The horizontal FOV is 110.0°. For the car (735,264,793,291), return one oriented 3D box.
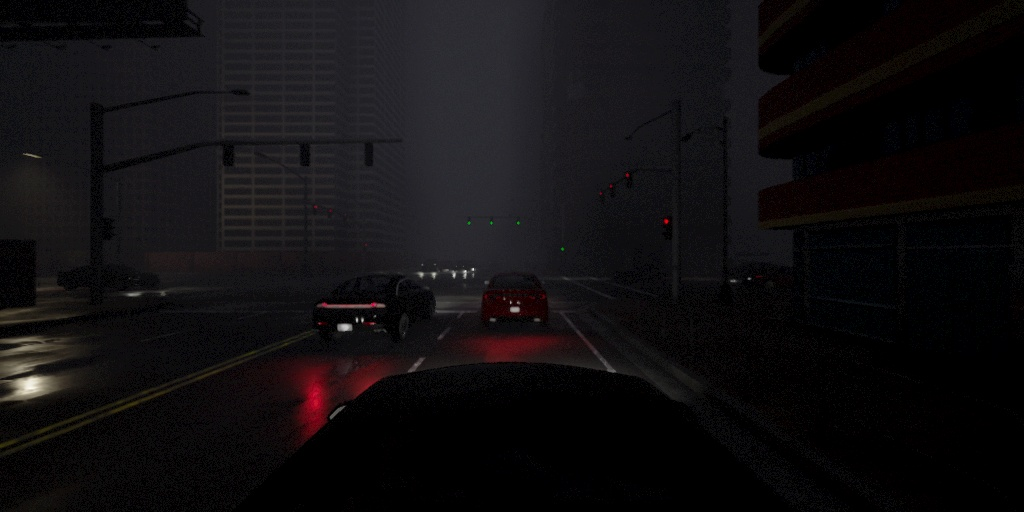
[{"bbox_3d":[16.345,1.338,21.672,4.181,1.385,1.994,0,0,0],"label":"car"}]

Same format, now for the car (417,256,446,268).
[{"bbox_3d":[-10.628,1.165,47.523,2.097,1.767,4.553,0,0,0],"label":"car"}]

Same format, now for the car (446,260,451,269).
[{"bbox_3d":[-10.608,1.374,57.722,2.033,1.411,5.357,0,0,0],"label":"car"}]

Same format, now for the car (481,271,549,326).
[{"bbox_3d":[0.083,1.241,11.759,1.882,1.535,5.008,0,0,0],"label":"car"}]

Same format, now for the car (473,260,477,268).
[{"bbox_3d":[-7.091,1.336,61.678,1.837,1.490,4.892,0,0,1],"label":"car"}]

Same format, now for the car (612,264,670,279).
[{"bbox_3d":[11.561,1.390,32.417,4.718,1.301,1.895,0,0,2],"label":"car"}]

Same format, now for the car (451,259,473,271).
[{"bbox_3d":[-7.127,1.322,51.409,1.837,1.490,4.892,0,0,0],"label":"car"}]

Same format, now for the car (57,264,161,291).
[{"bbox_3d":[-24.435,1.258,21.858,5.008,1.535,1.882,0,0,0],"label":"car"}]

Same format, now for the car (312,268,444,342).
[{"bbox_3d":[-3.420,1.253,9.773,2.128,1.511,4.902,0,0,0],"label":"car"}]

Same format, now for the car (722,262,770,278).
[{"bbox_3d":[21.686,1.265,32.300,5.008,1.535,1.882,0,0,1],"label":"car"}]
